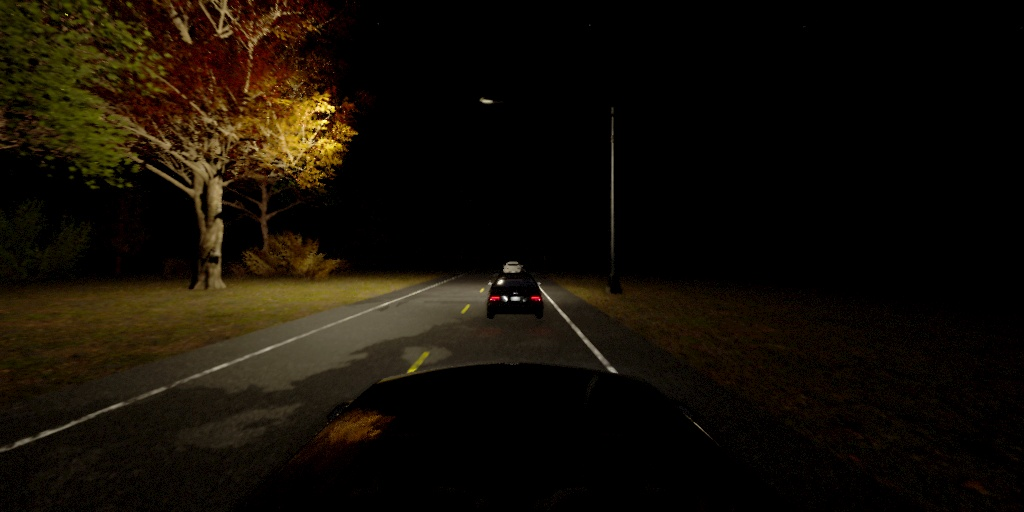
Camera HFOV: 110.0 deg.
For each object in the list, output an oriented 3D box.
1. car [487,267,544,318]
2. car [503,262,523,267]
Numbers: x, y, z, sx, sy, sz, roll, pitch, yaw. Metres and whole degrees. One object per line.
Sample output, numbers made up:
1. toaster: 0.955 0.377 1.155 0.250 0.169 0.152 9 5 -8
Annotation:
1. car: 0.099 1.300 13.019 2.033 1.411 5.357 0 0 0
2. car: 0.101 1.288 34.862 1.812 1.442 4.674 0 0 0
